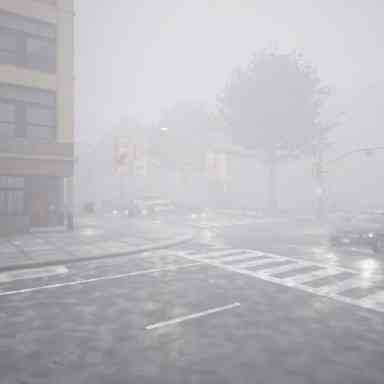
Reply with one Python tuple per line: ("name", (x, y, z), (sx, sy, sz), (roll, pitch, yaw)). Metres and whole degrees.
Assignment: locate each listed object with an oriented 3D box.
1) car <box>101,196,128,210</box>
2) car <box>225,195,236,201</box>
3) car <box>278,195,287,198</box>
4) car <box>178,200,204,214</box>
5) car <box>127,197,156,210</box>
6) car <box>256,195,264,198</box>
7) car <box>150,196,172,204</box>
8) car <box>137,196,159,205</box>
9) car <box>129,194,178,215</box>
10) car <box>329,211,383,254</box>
("car", (-9.984, 1.352, 42.755), (2.097, 1.767, 4.553), (0, 0, -35))
("car", (8.017, 1.413, 76.664), (2.161, 1.482, 4.786), (0, 0, -36))
("car", (18.479, 1.320, 69.160), (2.002, 1.452, 4.674), (0, 0, -36))
("car", (-0.921, 1.547, 36.058), (2.033, 1.411, 5.357), (0, 0, -36))
("car", (-6.743, 1.505, 44.234), (1.837, 1.490, 4.892), (0, 0, -35))
("car", (17.682, 1.463, 83.094), (1.895, 1.301, 4.718), (0, 0, -36))
("car", (-5.987, 1.477, 63.208), (1.882, 1.535, 5.008), (0, 0, -36))
("car", (-8.017, 1.505, 59.865), (1.837, 1.490, 4.892), (0, 0, -36))
("car", (-4.152, 1.221, 34.563), (2.150, 2.045, 5.566), (0, 0, -36))
("car", (7.589, 1.525, 13.651), (4.674, 1.442, 1.812), (0, 0, -36))
